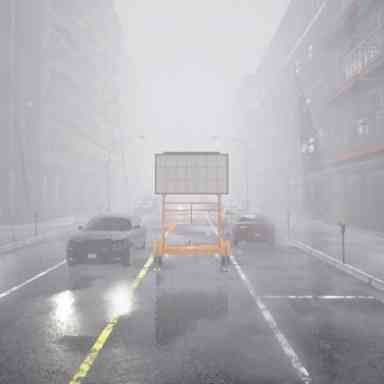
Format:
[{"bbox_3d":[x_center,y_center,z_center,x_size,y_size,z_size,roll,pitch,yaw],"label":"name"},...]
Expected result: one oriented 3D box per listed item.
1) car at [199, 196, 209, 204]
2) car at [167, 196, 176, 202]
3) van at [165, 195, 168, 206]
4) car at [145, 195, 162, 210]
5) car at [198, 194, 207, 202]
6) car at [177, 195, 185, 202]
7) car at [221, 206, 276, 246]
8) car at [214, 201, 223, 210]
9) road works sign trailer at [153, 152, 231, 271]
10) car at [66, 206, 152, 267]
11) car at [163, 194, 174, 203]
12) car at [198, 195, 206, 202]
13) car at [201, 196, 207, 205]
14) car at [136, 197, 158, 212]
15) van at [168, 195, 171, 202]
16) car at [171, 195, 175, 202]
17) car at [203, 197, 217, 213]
[{"bbox_3d":[2.586,1.624,70.622,1.967,1.590,4.097,1,0,0],"label":"car"},{"bbox_3d":[-5.308,1.828,87.273,1.947,1.339,4.313,1,0,0],"label":"car"},{"bbox_3d":[-5.297,1.458,54.089,1.690,1.788,3.998,2,0,0],"label":"van"},{"bbox_3d":[-5.294,1.397,43.030,2.192,1.841,5.009,2,0,0],"label":"car"},{"bbox_3d":[2.545,1.549,81.684,2.192,1.841,5.009,1,0,0],"label":"car"},{"bbox_3d":[-2.760,1.602,85.015,2.097,1.767,4.553,0,0,0],"label":"car"},{"bbox_3d":[2.584,1.563,15.314,1.887,1.381,4.507,1,0,0],"label":"car"},{"bbox_3d":[2.583,1.553,21.016,1.752,1.417,4.829,1,0,0],"label":"car"},{"bbox_3d":[-0.013,0.475,10.984,2.380,3.560,2.880,0,0,0],"label":"road works sign trailer"},{"bbox_3d":[-2.750,1.490,11.652,1.882,1.535,5.008,0,0,0],"label":"car"},{"bbox_3d":[-5.300,1.524,76.211,2.192,1.841,5.009,1,0,0],"label":"car"},{"bbox_3d":[2.578,1.682,59.560,1.887,1.381,4.507,1,0,0],"label":"car"},{"bbox_3d":[2.579,1.633,42.968,2.008,1.369,4.403,1,0,0],"label":"car"},{"bbox_3d":[-5.299,1.592,37.328,1.752,1.417,4.829,2,0,0],"label":"car"},{"bbox_3d":[-5.298,1.479,59.621,1.690,1.788,3.998,1,0,0],"label":"van"},{"bbox_3d":[-5.299,1.499,70.682,2.192,1.841,5.009,1,0,0],"label":"car"},{"bbox_3d":[2.580,1.612,37.436,1.887,1.381,4.507,1,0,0],"label":"car"}]
